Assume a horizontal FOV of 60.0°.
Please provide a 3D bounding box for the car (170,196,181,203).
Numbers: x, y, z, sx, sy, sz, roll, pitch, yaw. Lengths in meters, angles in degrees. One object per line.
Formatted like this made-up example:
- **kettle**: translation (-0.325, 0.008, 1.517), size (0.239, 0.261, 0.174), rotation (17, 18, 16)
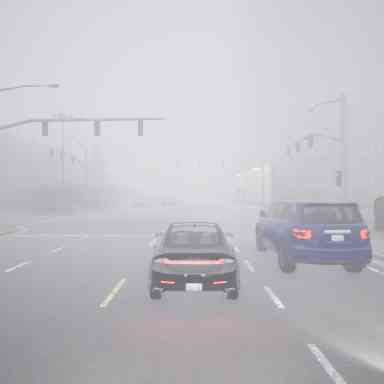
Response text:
- **car**: translation (-3.512, 1.540, 71.885), size (2.033, 1.411, 5.357), rotation (0, 0, 0)

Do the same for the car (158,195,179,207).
- **car**: translation (-3.595, 1.547, 51.890), size (2.033, 1.411, 5.357), rotation (0, 0, 0)

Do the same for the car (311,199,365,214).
- **car**: translation (15.577, 1.560, 35.638), size (4.892, 1.490, 1.837), rotation (0, 0, 0)

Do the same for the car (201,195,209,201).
- **car**: translation (3.485, 1.525, 88.203), size (2.128, 1.511, 4.902), rotation (0, 0, 0)

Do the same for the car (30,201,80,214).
- **car**: translation (-14.612, 1.654, 35.569), size (4.718, 1.301, 1.895), rotation (0, 0, 0)

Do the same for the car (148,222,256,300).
- **car**: translation (0.055, 1.492, 8.396), size (2.128, 1.511, 4.902), rotation (0, 0, 0)

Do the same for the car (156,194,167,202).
- **car**: translation (-7.013, 1.355, 76.464), size (2.097, 1.767, 4.553), rotation (0, 0, 0)

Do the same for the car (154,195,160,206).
- **car**: translation (-7.094, 1.352, 56.096), size (2.097, 1.767, 4.553), rotation (0, 0, 0)

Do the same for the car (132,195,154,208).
- **car**: translation (-7.153, 1.352, 47.272), size (2.097, 1.767, 4.553), rotation (0, 0, 2)

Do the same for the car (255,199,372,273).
- **car**: translation (3.570, 1.221, 10.841), size (2.150, 2.045, 5.566), rotation (0, 0, 0)
